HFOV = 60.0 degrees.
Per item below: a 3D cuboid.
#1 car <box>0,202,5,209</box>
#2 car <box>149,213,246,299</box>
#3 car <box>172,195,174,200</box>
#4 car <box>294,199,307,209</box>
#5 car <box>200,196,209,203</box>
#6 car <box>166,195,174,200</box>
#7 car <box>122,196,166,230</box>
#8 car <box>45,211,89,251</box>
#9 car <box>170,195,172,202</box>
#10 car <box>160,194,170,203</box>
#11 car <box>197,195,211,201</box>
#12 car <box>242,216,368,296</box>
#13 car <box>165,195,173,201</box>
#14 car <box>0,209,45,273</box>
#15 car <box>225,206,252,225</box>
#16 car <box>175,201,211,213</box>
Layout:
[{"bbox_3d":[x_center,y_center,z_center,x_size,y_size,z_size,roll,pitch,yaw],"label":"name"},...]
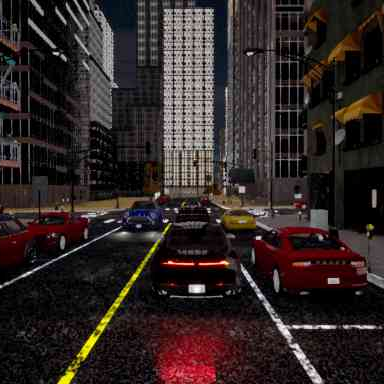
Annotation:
[{"bbox_3d":[-23.922,1.744,38.300,4.097,1.590,1.967,-1,1,-1],"label":"car"},{"bbox_3d":[0.082,1.503,8.434,1.837,1.490,4.892,0,0,0],"label":"car"},{"bbox_3d":[-5.845,1.310,74.181,2.192,1.841,5.009,-1,0,0],"label":"car"},{"bbox_3d":[14.176,1.254,38.698,4.507,1.381,1.887,-1,1,-1],"label":"car"},{"bbox_3d":[2.548,1.520,68.807,1.752,1.417,4.829,-1,0,0],"label":"car"},{"bbox_3d":[-5.875,1.541,90.859,1.887,1.381,4.507,-1,0,0],"label":"car"},{"bbox_3d":[-3.041,1.348,21.251,2.097,1.767,4.553,0,0,0],"label":"car"},{"bbox_3d":[-5.726,1.542,14.026,1.887,1.381,4.507,-1,0,0],"label":"car"},{"bbox_3d":[-5.834,1.310,68.622,2.192,1.841,5.009,-1,0,0],"label":"car"},{"bbox_3d":[-5.821,1.540,63.062,1.887,1.381,4.507,-1,0,0],"label":"car"},{"bbox_3d":[2.558,1.435,63.077,1.967,1.590,4.097,-1,0,0],"label":"car"},{"bbox_3d":[2.666,1.543,8.504,1.887,1.381,4.507,-1,0,0],"label":"car"},{"bbox_3d":[-5.865,1.521,85.130,1.752,1.417,4.829,-1,0,0],"label":"car"},{"bbox_3d":[-5.716,1.438,8.502,1.967,1.590,4.097,-1,0,0],"label":"car"},{"bbox_3d":[2.644,1.522,19.721,1.752,1.417,4.829,-1,0,0],"label":"car"},{"bbox_3d":[0.060,1.475,18.706,1.882,1.535,5.008,0,0,0],"label":"car"}]
